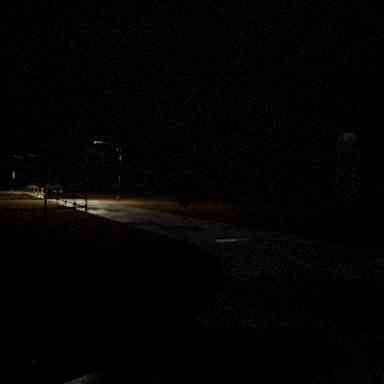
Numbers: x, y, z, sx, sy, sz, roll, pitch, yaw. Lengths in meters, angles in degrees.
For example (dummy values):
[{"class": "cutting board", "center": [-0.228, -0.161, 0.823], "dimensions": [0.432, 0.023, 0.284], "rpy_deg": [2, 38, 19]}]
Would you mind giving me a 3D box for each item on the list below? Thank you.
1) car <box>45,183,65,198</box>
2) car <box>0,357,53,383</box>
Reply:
[{"class": "car", "center": [-19.852, -0.204, 48.097], "dimensions": [2.150, 2.045, 5.566], "rpy_deg": [2, 0, -32]}, {"class": "car", "center": [-2.918, 1.530, 0.860], "dimensions": [4.892, 1.490, 1.837], "rpy_deg": [1, -1, -32]}]
